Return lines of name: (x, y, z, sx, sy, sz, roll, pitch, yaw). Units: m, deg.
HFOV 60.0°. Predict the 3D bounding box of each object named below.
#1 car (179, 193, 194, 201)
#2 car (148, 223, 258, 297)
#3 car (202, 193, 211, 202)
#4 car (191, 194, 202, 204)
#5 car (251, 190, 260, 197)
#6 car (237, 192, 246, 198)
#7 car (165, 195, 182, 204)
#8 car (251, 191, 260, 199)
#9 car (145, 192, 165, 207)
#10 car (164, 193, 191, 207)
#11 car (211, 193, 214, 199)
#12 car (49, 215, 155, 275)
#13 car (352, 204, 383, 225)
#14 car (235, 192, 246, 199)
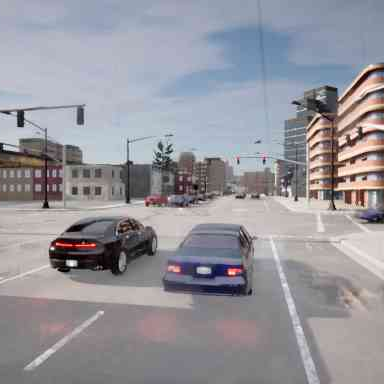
car: (-1.135, 1.073, 69.154, 2.033, 1.411, 5.357, 0, 1, 11)
car: (0.707, 1.547, 8.818, 2.033, 1.411, 5.357, 0, 0, 11)
car: (1.763, 1.119, 65.907, 2.033, 1.411, 5.357, 0, 1, 12)
car: (-0.190, 1.235, 56.257, 2.128, 1.511, 4.902, 0, 1, 11)
car: (16.341, 0.464, 85.506, 2.097, 1.767, 4.553, 0, 1, 11)
car: (12.937, 0.753, 86.337, 1.994, 1.385, 4.181, 0, 1, 11)
car: (-3.255, 1.238, 58.780, 1.812, 1.442, 4.674, 0, 1, 12)
car: (14.338, 0.881, 75.302, 2.128, 1.511, 4.902, 0, 1, 11)
car: (-5.157, 1.080, 49.222, 2.150, 2.045, 5.566, 0, 1, 11)
car: (-1.949, 1.223, 47.347, 2.097, 1.767, 4.553, 0, 1, 11)
car: (3.804, 0.862, 76.148, 1.882, 1.535, 5.008, 0, 1, 11)
car: (-2.510, 1.505, 10.562, 1.837, 1.490, 4.892, 0, 0, 11)
car: (14.391, 1.548, 23.545, 5.357, 1.411, 2.033, 0, 0, 10)
car: (11.006, 0.952, 76.488, 1.895, 1.301, 4.718, 0, 1, 11)
